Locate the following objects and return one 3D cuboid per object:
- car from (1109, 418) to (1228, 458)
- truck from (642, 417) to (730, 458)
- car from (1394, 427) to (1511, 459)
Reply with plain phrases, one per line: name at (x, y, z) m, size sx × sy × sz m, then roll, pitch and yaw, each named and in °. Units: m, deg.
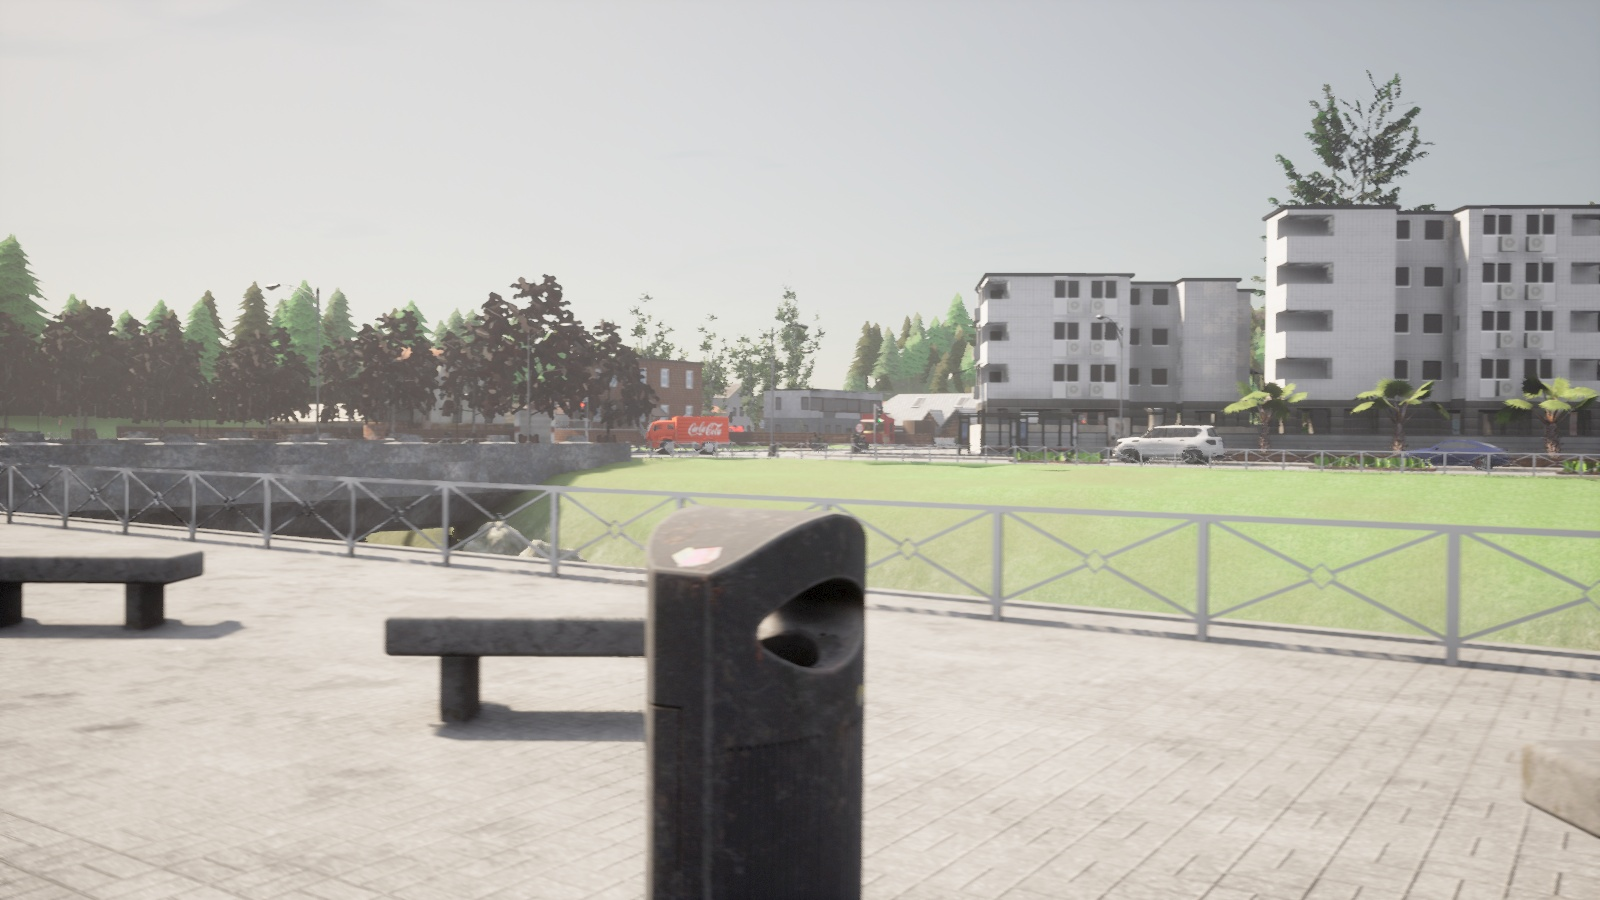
car at (19.215, -0.618, 65.538) m, size 5.566 × 2.045 × 2.150 m, roll 0°, pitch 1°, yaw 34°
truck at (-7.327, -0.794, 80.689) m, size 5.204 × 2.467 × 2.627 m, roll -1°, pitch 0°, yaw -16°
car at (30.233, -0.311, 58.220) m, size 4.674 × 1.442 × 1.812 m, roll 0°, pitch 1°, yaw 34°
